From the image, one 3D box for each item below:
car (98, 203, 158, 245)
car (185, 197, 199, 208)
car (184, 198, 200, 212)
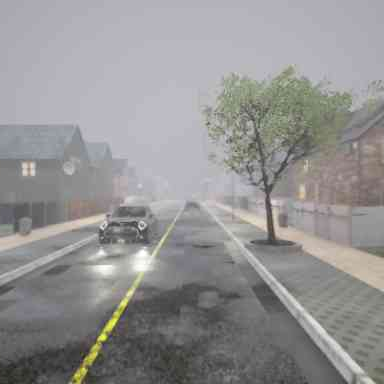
[{"bbox_3d":[-2.803,1.352,15.468,2.097,1.767,4.553,0,0,0],"label":"car"},{"bbox_3d":[0.021,1.614,50.933,2.128,1.511,4.902,0,0,0],"label":"car"},{"bbox_3d":[0.018,1.565,40.681,2.128,1.511,4.902,0,0,0],"label":"car"}]
